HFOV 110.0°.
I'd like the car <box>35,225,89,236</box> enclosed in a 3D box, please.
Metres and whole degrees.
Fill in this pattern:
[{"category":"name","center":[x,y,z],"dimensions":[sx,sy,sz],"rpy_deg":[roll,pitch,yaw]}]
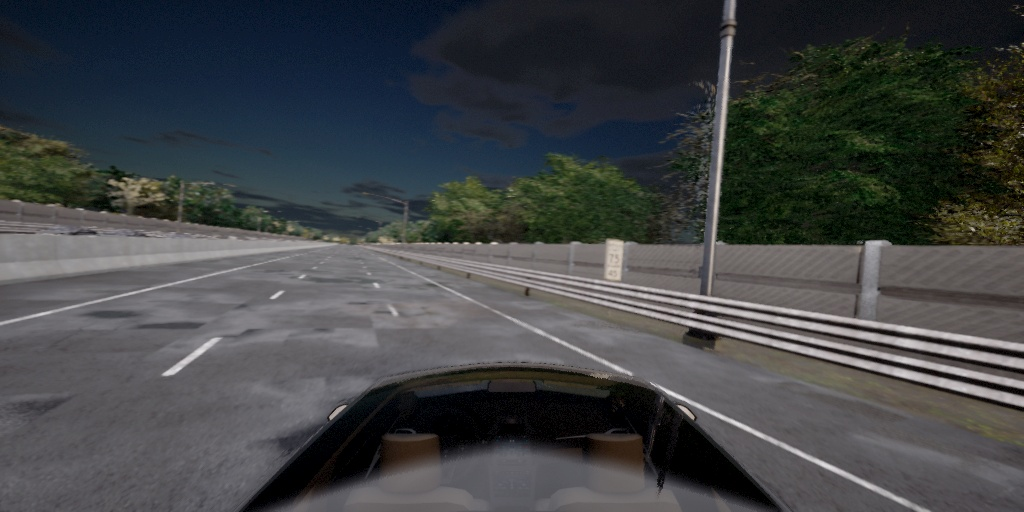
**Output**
[{"category":"car","center":[-37.282,-1.832,30.220],"dimensions":[2.128,1.511,4.902],"rpy_deg":[5,0,-24]}]

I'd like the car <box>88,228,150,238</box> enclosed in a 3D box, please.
[{"category":"car","center":[-34.116,-1.562,31.679],"dimensions":[2.128,1.511,4.902],"rpy_deg":[5,0,-24]}]

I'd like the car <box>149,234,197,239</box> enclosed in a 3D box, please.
[{"category":"car","center":[-31.199,-1.311,33.698],"dimensions":[2.128,1.511,4.902],"rpy_deg":[5,0,-24]}]
